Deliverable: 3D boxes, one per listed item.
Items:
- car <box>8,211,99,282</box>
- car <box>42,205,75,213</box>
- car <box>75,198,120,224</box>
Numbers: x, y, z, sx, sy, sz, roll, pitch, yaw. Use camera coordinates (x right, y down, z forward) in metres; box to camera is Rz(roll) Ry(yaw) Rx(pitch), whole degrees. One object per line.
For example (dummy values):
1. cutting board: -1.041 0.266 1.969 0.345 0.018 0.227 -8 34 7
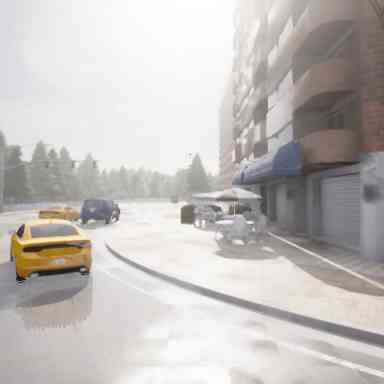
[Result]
1. car: -4.528 1.595 10.406 1.882 1.535 5.008 0 -1 -30
2. car: -10.968 1.788 27.673 1.882 1.535 5.008 0 -1 -1
3. car: -7.538 1.548 27.810 2.150 2.045 5.566 0 -1 0
